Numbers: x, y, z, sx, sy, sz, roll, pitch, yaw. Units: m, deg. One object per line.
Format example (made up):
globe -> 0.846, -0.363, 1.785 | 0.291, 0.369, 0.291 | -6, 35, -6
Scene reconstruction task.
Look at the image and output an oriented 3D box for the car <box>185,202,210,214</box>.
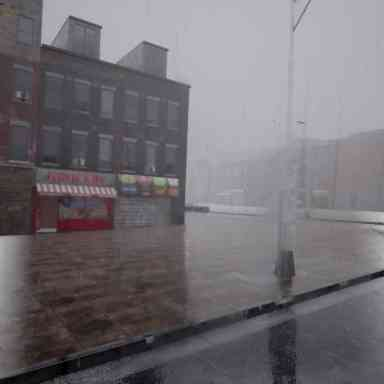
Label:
car -> -0.048, 1.760, 37.222 | 1.895, 1.301, 4.718 | 3, -2, -35
